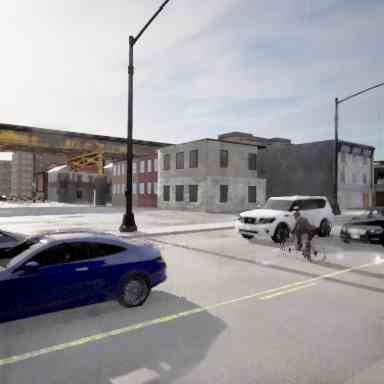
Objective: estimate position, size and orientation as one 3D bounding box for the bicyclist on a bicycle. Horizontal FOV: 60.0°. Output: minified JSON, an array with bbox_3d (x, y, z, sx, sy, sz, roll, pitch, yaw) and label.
[{"bbox_3d":[3.563,1.466,10.787,0.582,1.620,1.656,0,-2,-37],"label":"bicyclist on a bicycle"}]

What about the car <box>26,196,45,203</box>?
[{"bbox_3d":[-35.870,1.779,77.158,2.038,1.542,4.974,1,0,-6],"label":"car"}]

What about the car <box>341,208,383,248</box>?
[{"bbox_3d":[8.456,1.484,14.637,4.902,1.511,2.128,0,0,-36],"label":"car"}]

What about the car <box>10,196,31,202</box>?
[{"bbox_3d":[-39.644,1.579,77.035,4.536,1.218,1.853,0,-1,24],"label":"car"}]

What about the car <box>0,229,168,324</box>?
[{"bbox_3d":[-2.668,1.531,6.397,4.674,1.442,1.812,0,0,-37],"label":"car"}]

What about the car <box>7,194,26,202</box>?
[{"bbox_3d":[-39.598,1.737,77.013,4.974,1.542,2.038,0,-1,24],"label":"car"}]

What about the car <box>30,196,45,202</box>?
[{"bbox_3d":[-35.875,1.621,77.211,1.853,1.218,4.536,1,0,-6],"label":"car"}]

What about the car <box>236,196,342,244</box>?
[{"bbox_3d":[4.662,1.222,16.205,5.566,2.045,2.150,0,0,-37],"label":"car"}]

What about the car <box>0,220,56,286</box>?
[{"bbox_3d":[-5.887,1.568,8.361,4.181,1.385,1.994,0,0,-37],"label":"car"}]
